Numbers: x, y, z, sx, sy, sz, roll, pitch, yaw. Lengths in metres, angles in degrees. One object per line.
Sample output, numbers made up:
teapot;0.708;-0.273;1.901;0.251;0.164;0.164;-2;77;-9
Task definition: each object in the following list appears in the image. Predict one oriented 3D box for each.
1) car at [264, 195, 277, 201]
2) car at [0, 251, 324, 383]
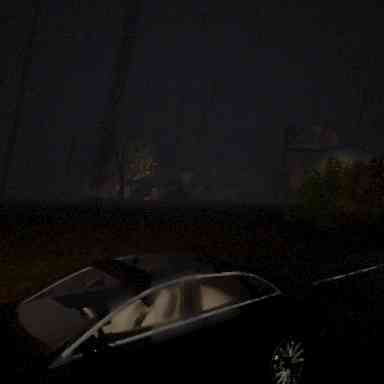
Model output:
car;18.827;1.447;77.522;1.994;1.385;4.181;0;0;-36
car;-0.597;1.492;3.566;4.902;1.511;2.128;0;0;-36
